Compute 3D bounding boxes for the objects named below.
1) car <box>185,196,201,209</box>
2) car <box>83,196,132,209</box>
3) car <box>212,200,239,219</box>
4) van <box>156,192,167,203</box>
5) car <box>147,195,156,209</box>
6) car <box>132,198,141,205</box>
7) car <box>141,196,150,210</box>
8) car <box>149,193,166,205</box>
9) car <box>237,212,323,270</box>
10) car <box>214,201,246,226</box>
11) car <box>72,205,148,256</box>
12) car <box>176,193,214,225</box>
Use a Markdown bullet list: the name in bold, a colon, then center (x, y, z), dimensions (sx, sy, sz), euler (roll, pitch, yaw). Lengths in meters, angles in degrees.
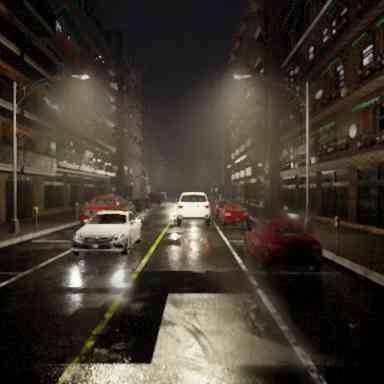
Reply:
- **car**: center (0.108, 1.253, 41.596), dimensions (1.837, 1.490, 4.892), euler (0, 1, 0)
- **car**: center (-5.682, 1.174, 21.831), dimensions (2.192, 1.841, 5.009), euler (0, 0, 0)
- **car**: center (2.698, 1.405, 27.519), dimensions (1.802, 1.307, 4.206), euler (0, 0, 0)
- **van**: center (-5.675, 0.994, 61.663), dimensions (1.690, 1.788, 3.998), euler (0, 0, 0)
- **car**: center (-5.681, 1.343, 38.902), dimensions (1.802, 1.307, 4.206), euler (0, 0, 0)
- **car**: center (-5.682, 1.350, 27.353), dimensions (1.752, 1.417, 4.829), euler (0, 0, 0)
- **car**: center (-5.681, 1.357, 33.214), dimensions (1.947, 1.339, 4.313), euler (0, 0, 0)
- **car**: center (-5.678, 1.021, 50.281), dimensions (2.192, 1.841, 5.009), euler (0, 0, 0)
- **car**: center (2.695, 1.513, 10.449), dimensions (1.802, 1.307, 4.206), euler (0, 0, 0)
- **car**: center (2.697, 1.440, 21.829), dimensions (1.802, 1.307, 4.206), euler (0, 0, 0)
- **car**: center (-3.060, 1.441, 12.907), dimensions (1.812, 1.442, 4.674), euler (0, 0, 0)
- **car**: center (0.105, 1.071, 22.846), dimensions (2.150, 2.045, 5.566), euler (0, 0, 0)
